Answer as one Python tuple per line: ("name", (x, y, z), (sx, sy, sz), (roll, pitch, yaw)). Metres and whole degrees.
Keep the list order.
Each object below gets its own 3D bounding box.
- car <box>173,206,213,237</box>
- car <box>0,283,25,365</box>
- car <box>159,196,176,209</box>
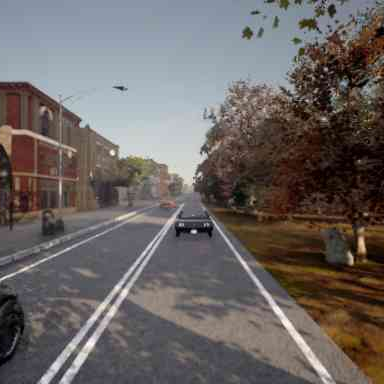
("car", (0.099, 1.599, 18.138), (1.895, 1.301, 4.718), (0, 0, 0))
("car", (-3.351, 1.564, 3.010), (1.994, 1.385, 4.181), (0, 0, 0))
("car", (-3.330, 1.339, 46.033), (2.097, 1.767, 4.553), (0, 0, 0))
